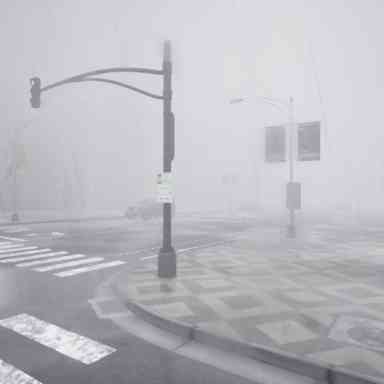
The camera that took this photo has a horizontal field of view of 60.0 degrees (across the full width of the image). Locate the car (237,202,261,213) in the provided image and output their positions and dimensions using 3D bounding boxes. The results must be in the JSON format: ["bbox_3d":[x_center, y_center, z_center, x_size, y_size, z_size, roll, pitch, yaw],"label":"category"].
[{"bbox_3d":[8.360,2.170,48.337,1.837,1.490,4.892,0,-1,36],"label":"car"}]

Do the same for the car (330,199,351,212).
[{"bbox_3d":[24.540,2.381,54.106,2.128,1.511,4.902,0,-1,35],"label":"car"}]

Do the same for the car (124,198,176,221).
[{"bbox_3d":[-3.774,1.577,31.252,2.150,2.045,5.566,0,0,36],"label":"car"}]
